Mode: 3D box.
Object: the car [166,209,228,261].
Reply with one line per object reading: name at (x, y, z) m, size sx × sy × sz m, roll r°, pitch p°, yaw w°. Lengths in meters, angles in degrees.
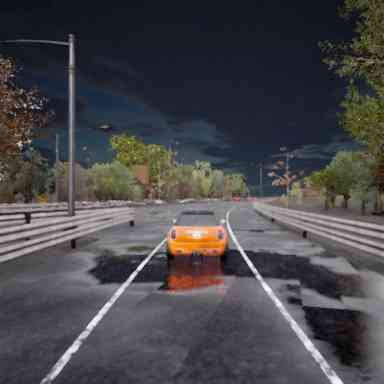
car at (0.269, 1.489, 13.090) m, size 2.097 × 1.767 × 4.553 m, roll 0°, pitch -1°, yaw 3°
